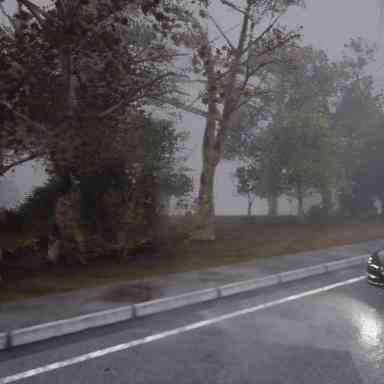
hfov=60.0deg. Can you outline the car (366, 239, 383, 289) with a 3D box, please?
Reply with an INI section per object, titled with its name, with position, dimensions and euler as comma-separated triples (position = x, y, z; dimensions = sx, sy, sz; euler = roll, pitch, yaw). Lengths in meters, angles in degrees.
[car]
position = 6.127, 1.517, 8.055
dimensions = 4.892, 1.490, 1.837
euler = 0, 0, -35
